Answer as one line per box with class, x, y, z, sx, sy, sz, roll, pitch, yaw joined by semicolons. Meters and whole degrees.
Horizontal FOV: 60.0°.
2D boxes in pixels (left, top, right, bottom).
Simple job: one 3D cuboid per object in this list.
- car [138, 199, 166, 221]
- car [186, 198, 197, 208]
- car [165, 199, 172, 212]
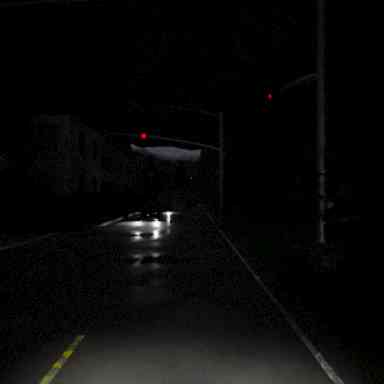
car;-3.629;1.680;29.566;1.837;1.490;4.892;0;0;0
car;-0.070;1.819;55.522;2.128;1.511;4.902;0;0;0
car;-3.630;1.759;43.420;1.837;1.490;4.892;0;0;0
